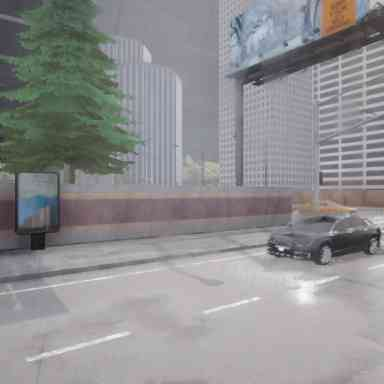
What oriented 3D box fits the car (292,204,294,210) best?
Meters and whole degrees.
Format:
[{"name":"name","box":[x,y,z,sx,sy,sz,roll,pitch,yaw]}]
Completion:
[{"name":"car","box":[9.517,1.491,37.800,2.128,1.511,4.902,0,0,-35]}]

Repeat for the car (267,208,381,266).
[{"name":"car","box":[4.726,1.505,11.624,4.892,1.490,1.837,0,0,-35]}]

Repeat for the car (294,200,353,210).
[{"name":"car","box":[11.684,1.478,28.675,1.882,1.535,5.008,0,0,-35]}]

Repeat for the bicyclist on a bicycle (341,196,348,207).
[{"name":"bicyclist on a bicycle","box":[21.243,1.301,46.301,1.656,1.620,0.582,0,0,-35]}]
